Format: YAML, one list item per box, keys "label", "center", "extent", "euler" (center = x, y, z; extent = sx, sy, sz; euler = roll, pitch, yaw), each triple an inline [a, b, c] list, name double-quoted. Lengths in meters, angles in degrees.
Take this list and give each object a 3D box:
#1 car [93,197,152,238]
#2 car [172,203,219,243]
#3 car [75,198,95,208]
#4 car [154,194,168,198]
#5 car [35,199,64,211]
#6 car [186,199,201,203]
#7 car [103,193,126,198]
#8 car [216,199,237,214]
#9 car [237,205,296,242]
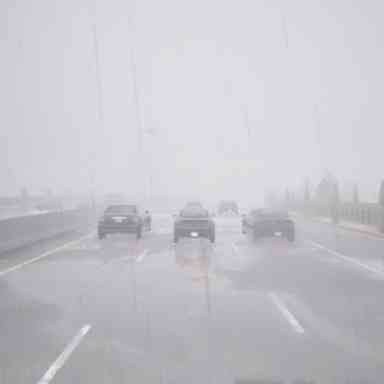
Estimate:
- label: "car"
  center: [-3.399, 1.346, 17.592]
  extent: [2.097, 1.767, 4.553]
  euler: [0, 0, 0]
- label: "car"
  center: [0.101, 1.499, 16.202]
  extent: [1.837, 1.490, 4.892]
  euler: [0, 0, 0]
- label: "car"
  center: [-13.529, 1.509, 43.531]
  extent: [1.812, 1.442, 4.674]
  euler: [0, 0, 6]
- label: "car"
  center: [-7.458, 1.172, 79.800]
  extent: [1.812, 1.442, 4.674]
  euler: [0, 0, 23]
- label: "car"
  center: [-17.233, 1.549, 40.411]
  extent: [1.994, 1.385, 4.181]
  euler: [0, 0, 3]
- label: "car"
  center: [0.149, 1.492, 34.376]
  extent: [1.837, 1.490, 4.892]
  euler: [0, 0, 1]
- label: "car"
  center: [-10.074, 1.205, 43.327]
  extent: [2.150, 2.045, 5.566]
  euler: [0, 0, 6]
- label: "car"
  center: [3.648, 1.492, 34.374]
  extent: [1.837, 1.490, 4.892]
  euler: [0, 0, 1]
- label: "car"
  center: [3.601, 1.499, 16.274]
  extent: [1.837, 1.490, 4.892]
  euler: [0, 0, 0]
